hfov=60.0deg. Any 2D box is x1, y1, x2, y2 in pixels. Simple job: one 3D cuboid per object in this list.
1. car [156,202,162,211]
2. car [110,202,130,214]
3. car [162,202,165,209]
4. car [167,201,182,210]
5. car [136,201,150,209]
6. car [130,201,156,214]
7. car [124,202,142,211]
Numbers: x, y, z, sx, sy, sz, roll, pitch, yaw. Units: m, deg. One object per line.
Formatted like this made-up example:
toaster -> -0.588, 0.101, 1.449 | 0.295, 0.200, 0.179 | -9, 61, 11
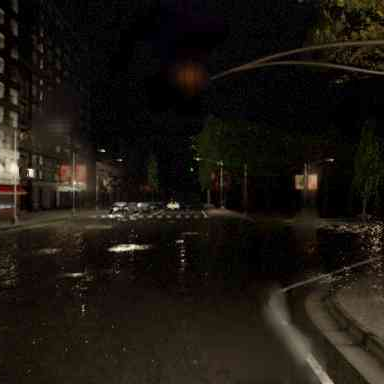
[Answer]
car -> -6.453, 2.296, 54.680 | 1.882, 1.535, 5.008 | 0, -1, 0
car -> -9.749, 2.124, 44.992 | 2.128, 1.511, 4.902 | 0, -1, 1
car -> -6.444, 2.630, 65.003 | 1.895, 1.301, 4.718 | 0, -1, 0
car -> -3.101, 2.461, 56.772 | 1.895, 1.301, 4.718 | 0, -1, 0
car -> -9.693, 2.594, 65.829 | 2.033, 1.411, 5.357 | 0, -1, 0
car -> -6.500, 2.175, 44.731 | 2.033, 1.411, 5.357 | 0, -1, 1
car -> -9.702, 2.378, 55.287 | 2.033, 1.411, 5.357 | 0, -1, 0
